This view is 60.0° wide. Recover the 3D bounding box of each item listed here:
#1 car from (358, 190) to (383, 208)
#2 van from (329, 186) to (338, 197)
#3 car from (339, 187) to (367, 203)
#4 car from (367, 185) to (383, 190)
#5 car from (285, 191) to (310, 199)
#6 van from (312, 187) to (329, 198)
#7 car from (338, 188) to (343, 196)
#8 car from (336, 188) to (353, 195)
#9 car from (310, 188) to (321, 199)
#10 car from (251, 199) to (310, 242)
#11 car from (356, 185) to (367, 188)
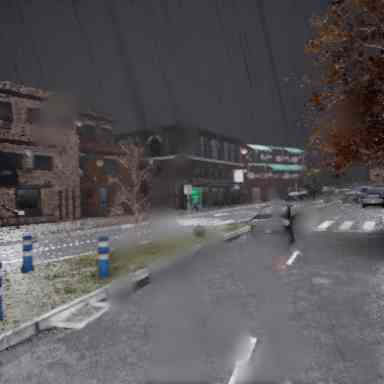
[{"bbox_3d":[18.048,0.800,32.922,1.994,1.385,4.181,-2,0,33],"label":"car"},{"bbox_3d":[25.934,-0.063,63.977,1.878,1.987,4.442,-2,0,40],"label":"van"},{"bbox_3d":[20.415,0.586,42.054,1.837,1.490,4.892,-2,1,36],"label":"car"},{"bbox_3d":[23.681,0.170,41.352,2.150,2.045,5.566,-2,1,35],"label":"car"},{"bbox_3d":[15.862,0.687,50.940,2.097,1.535,5.008,-2,1,36],"label":"car"},{"bbox_3d":[22.463,0.107,59.664,1.878,1.987,4.442,-2,0,39],"label":"van"},{"bbox_3d":[29.610,0.046,68.302,2.002,1.452,4.674,-2,0,41],"label":"car"},{"bbox_3d":[33.255,-0.086,72.475,2.002,1.452,4.674,-2,0,42],"label":"car"},{"bbox_3d":[19.130,0.543,55.353,2.163,1.488,4.792,-2,1,38],"label":"car"},{"bbox_3d":[4.127,1.323,15.431,2.128,1.511,4.902,-2,0,27],"label":"car"},{"bbox_3d":[40.747,-0.585,80.583,2.435,2.045,5.566,-2,-1,45],"label":"car"}]
